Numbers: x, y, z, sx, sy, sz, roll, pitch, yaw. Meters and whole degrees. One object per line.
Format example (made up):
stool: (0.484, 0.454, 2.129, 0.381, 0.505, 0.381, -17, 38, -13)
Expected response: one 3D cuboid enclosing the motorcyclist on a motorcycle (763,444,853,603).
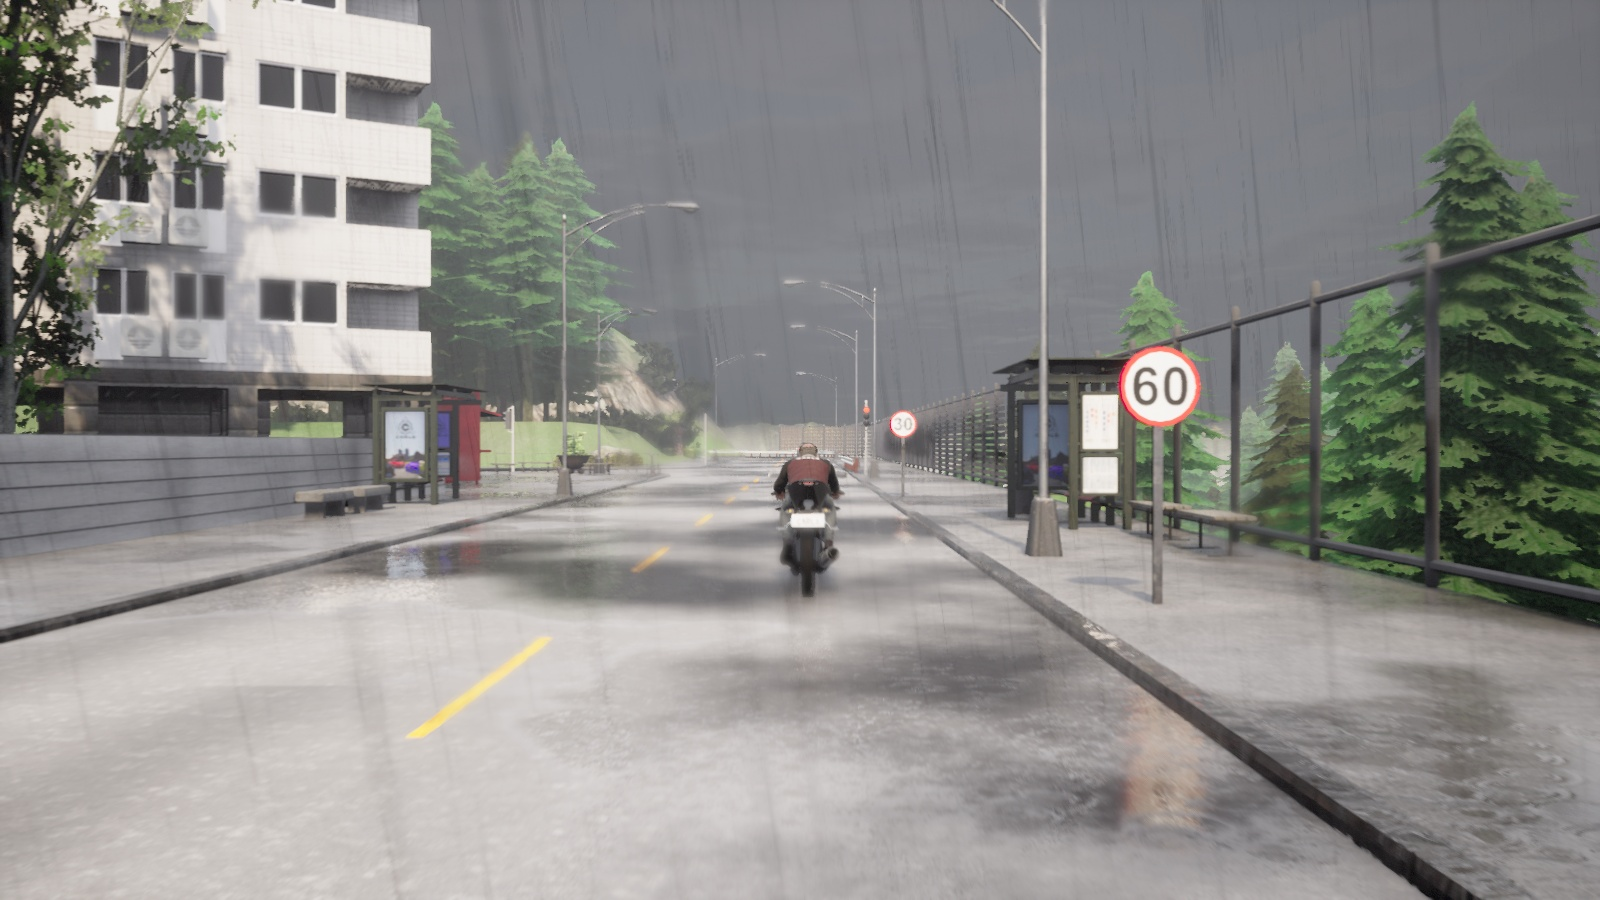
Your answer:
motorcyclist on a motorcycle: (0.086, 0.707, 13.213, 0.866, 1.530, 2.191, 0, 0, 0)
